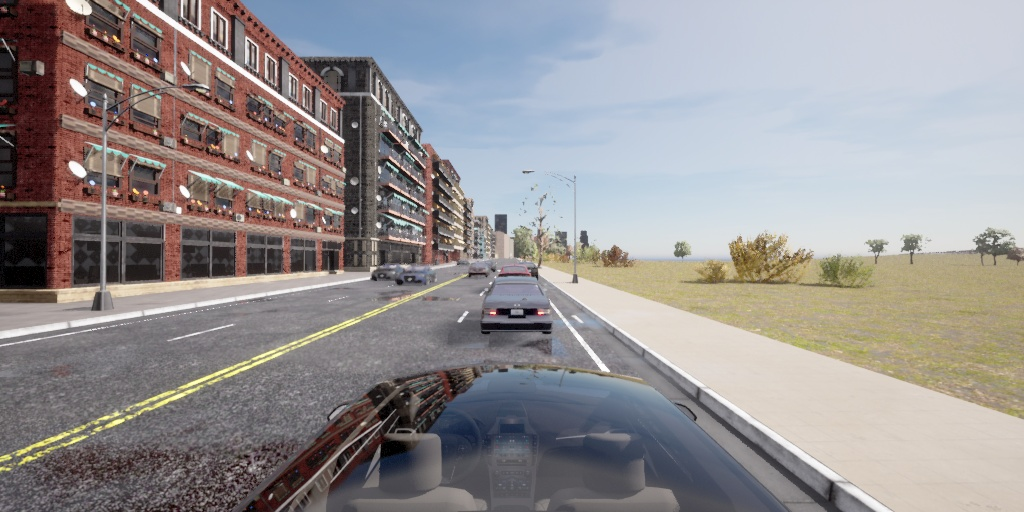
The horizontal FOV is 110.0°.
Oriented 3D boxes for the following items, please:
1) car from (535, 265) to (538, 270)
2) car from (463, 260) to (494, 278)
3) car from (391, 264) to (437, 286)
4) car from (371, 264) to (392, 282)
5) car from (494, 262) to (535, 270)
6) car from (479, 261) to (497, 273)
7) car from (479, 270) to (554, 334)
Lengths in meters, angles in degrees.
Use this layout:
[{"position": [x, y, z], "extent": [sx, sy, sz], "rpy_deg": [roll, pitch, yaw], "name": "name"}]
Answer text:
[{"position": [1.200, 1.230, 30.517], "extent": [1.882, 1.535, 5.008], "rpy_deg": [0, 0, 0], "name": "car"}, {"position": [-3.083, 1.298, 34.439], "extent": [2.033, 1.411, 5.357], "rpy_deg": [0, 0, 0], "name": "car"}, {"position": [-6.551, 1.316, 24.978], "extent": [1.994, 1.385, 4.181], "rpy_deg": [0, 0, 0], "name": "car"}, {"position": [-9.791, 1.316, 29.006], "extent": [1.994, 1.385, 4.181], "rpy_deg": [0, 0, 0], "name": "car"}, {"position": [0.144, 1.230, 21.079], "extent": [1.882, 1.535, 5.008], "rpy_deg": [0, 0, 0], "name": "car"}, {"position": [-3.052, 1.315, 45.689], "extent": [1.994, 1.385, 4.181], "rpy_deg": [0, 0, 0], "name": "car"}, {"position": [0.118, 1.298, 10.539], "extent": [2.033, 1.411, 5.357], "rpy_deg": [0, 0, 0], "name": "car"}]
